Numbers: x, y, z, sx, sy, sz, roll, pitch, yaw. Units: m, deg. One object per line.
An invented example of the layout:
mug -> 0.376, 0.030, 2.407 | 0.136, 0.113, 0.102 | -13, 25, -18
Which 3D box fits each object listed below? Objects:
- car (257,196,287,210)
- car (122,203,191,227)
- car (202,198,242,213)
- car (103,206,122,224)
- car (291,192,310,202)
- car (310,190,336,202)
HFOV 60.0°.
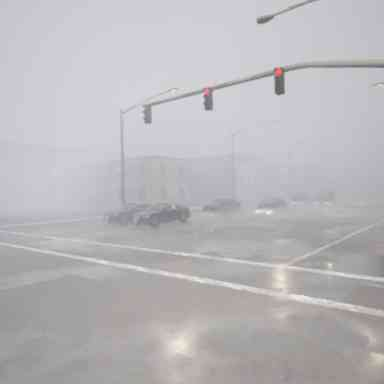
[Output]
car -> 8.820, 1.178, 36.721 | 1.994, 1.385, 4.181 | -2, 0, 40
car -> -2.136, 1.549, 23.451 | 2.128, 1.511, 4.902 | -2, 0, 39
car -> 3.284, 1.359, 35.511 | 2.033, 1.411, 5.357 | -2, 1, 40
car -> -4.642, 1.620, 25.908 | 2.128, 1.511, 4.902 | -2, 0, 40
car -> 17.053, 0.779, 52.063 | 1.994, 1.385, 4.181 | -2, 1, 40
car -> 20.142, 0.485, 50.310 | 2.097, 1.767, 4.553 | -2, 1, 40
